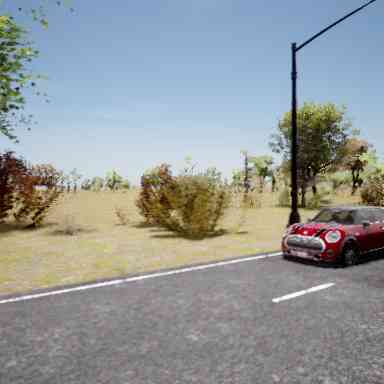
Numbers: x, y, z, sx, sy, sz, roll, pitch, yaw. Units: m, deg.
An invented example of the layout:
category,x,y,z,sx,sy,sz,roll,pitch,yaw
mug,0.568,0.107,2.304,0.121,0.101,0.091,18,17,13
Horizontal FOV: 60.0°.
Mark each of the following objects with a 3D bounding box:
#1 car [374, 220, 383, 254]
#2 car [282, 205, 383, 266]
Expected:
category,x,y,z,sx,sy,sz,roll,pitch,yaw
car,6.828,1.442,8.500,4.674,1.442,1.812,-1,0,-35
car,5.134,1.265,11.280,4.553,1.767,2.097,-1,0,-35
